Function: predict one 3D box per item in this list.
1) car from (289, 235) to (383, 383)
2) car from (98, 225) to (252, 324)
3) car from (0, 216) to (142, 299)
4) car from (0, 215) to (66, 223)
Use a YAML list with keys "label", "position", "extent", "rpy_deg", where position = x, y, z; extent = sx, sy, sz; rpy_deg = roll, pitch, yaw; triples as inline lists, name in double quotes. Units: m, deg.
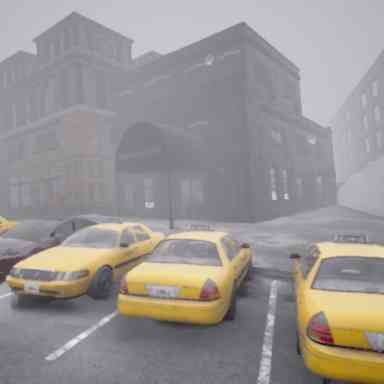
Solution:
- label: "car"
  position: [2.688, 1.499, 5.726]
  extent: [1.946, 1.575, 5.366]
  rpy_deg: [0, -1, 16]
- label: "car"
  position: [0.252, 1.506, 7.465]
  extent: [1.946, 1.575, 5.366]
  rpy_deg: [0, -1, 16]
- label: "car"
  position: [-2.279, 1.512, 8.851]
  extent: [1.946, 1.575, 5.366]
  rpy_deg: [0, -1, 16]
- label: "car"
  position: [-4.665, 1.568, 10.742]
  extent: [2.163, 1.488, 4.792]
  rpy_deg: [0, -1, 16]
